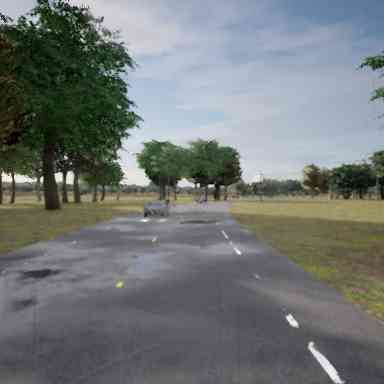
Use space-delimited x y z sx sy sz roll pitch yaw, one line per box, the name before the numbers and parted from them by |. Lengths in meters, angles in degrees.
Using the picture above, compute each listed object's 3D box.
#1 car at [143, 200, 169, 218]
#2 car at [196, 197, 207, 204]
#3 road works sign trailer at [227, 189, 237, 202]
car | -3.176 1.497 30.128 1.837 1.490 4.892 0 0 3
car | 2.049 1.733 70.446 2.128 1.511 4.902 0 -1 11
road works sign trailer | 11.317 0.904 92.623 2.380 3.560 2.880 3 -3 18
